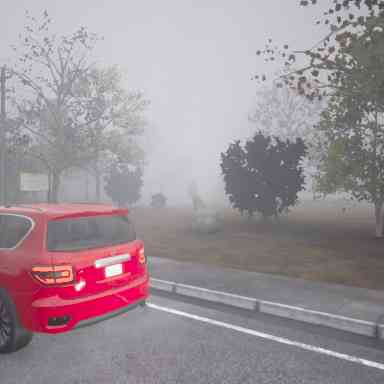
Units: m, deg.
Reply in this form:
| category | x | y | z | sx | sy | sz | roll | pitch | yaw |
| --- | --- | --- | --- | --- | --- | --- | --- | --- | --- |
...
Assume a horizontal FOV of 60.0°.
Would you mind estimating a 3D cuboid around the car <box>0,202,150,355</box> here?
| category | x | y | z | sx | sy | sz | roll | pitch | yaw |
| --- | --- | --- | --- | --- | --- | --- | --- | --- | --- |
| car | -3.313 | 1.221 | 6.343 | 5.566 | 2.045 | 2.150 | 0 | 0 | 35 |
